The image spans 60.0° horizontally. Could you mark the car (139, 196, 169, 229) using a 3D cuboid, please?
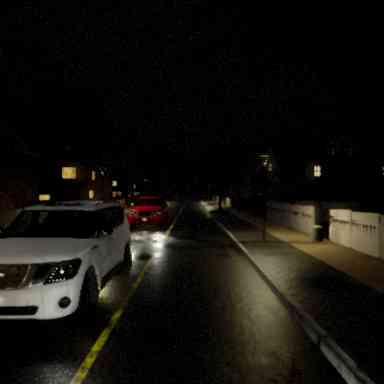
[{"bbox_3d":[-2.802,1.286,22.546,2.150,2.045,5.566,0,0,0],"label":"car"}]

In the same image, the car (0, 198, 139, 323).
[{"bbox_3d":[-2.810,1.243,7.567,2.150,2.045,5.566,0,0,0],"label":"car"}]
